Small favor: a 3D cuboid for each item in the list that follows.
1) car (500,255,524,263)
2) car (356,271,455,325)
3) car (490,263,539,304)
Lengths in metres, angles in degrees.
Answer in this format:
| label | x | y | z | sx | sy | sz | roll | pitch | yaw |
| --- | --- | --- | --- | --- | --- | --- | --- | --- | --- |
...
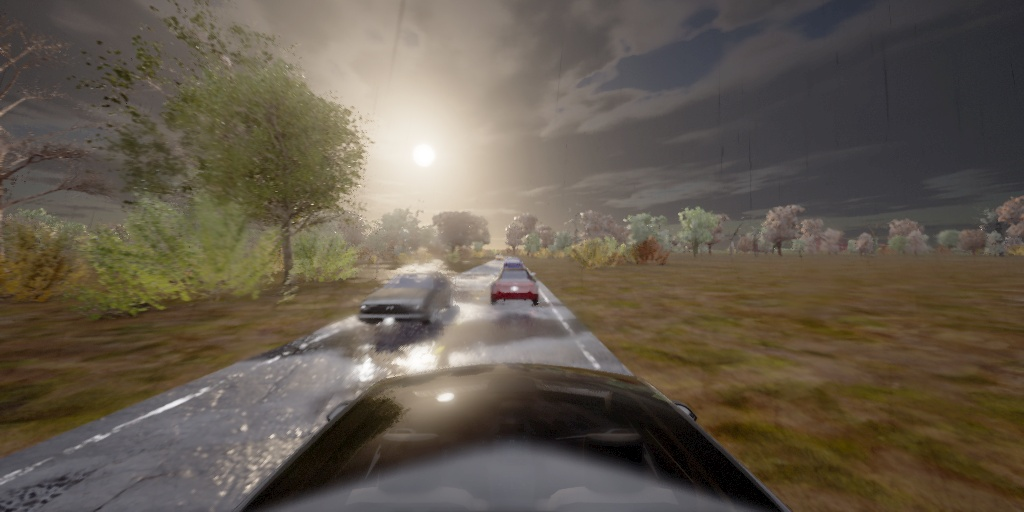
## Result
| label | x | y | z | sx | sy | sz | roll | pitch | yaw |
| --- | --- | --- | --- | --- | --- | --- | --- | --- | --- |
| car | 0.103 | 0.933 | 34.379 | 1.882 | 1.535 | 5.008 | 0 | 1 | 0 |
| car | -3.096 | 1.211 | 11.687 | 2.033 | 1.411 | 5.357 | 0 | 1 | 0 |
| car | 0.101 | 1.193 | 15.638 | 1.994 | 1.385 | 4.181 | 0 | 1 | 0 |
